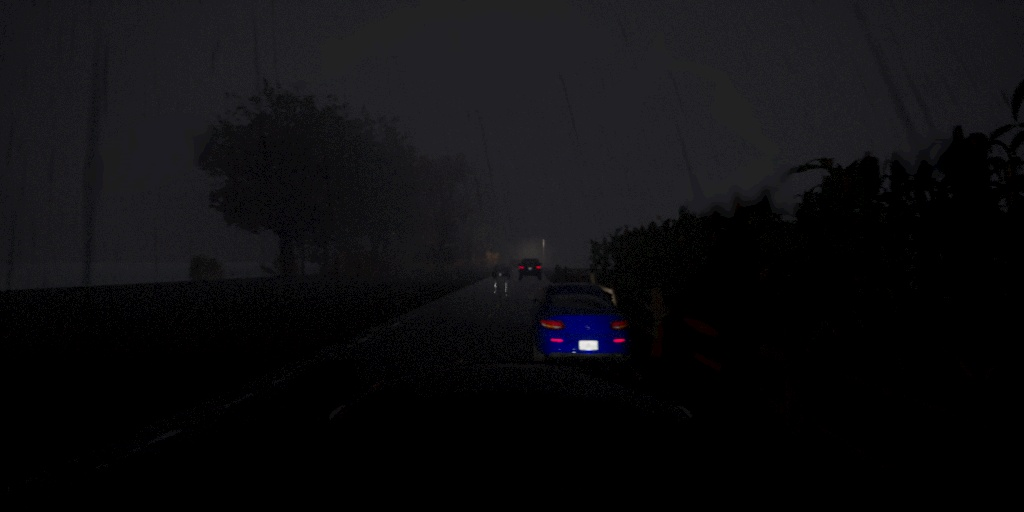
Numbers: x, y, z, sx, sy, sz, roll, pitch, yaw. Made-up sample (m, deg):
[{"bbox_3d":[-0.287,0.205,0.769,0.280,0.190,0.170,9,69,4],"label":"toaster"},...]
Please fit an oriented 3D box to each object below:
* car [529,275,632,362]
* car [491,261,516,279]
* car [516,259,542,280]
[{"bbox_3d":[1.372,1.327,8.213,1.812,1.442,4.674,0,-1,3],"label":"car"},{"bbox_3d":[-1.027,1.577,37.397,2.128,1.511,4.902,0,-1,3],"label":"car"},{"bbox_3d":[1.787,1.270,35.284,2.150,2.045,5.566,0,0,3],"label":"car"}]
